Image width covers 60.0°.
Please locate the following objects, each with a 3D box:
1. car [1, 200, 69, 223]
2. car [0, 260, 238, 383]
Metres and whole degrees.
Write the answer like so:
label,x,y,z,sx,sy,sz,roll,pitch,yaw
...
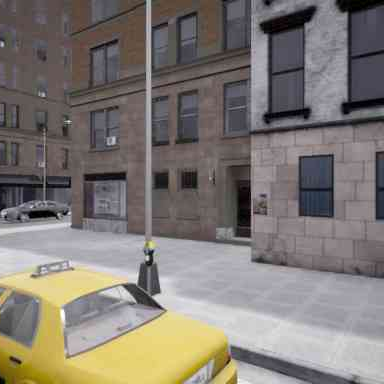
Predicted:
label,x,y,z,sx,sy,sz,roll,pitch,yaw
car,-11.684,1.401,25.027,2.128,1.511,4.902,0,0,32
car,-1.856,1.525,4.072,4.829,1.417,1.752,0,0,34
